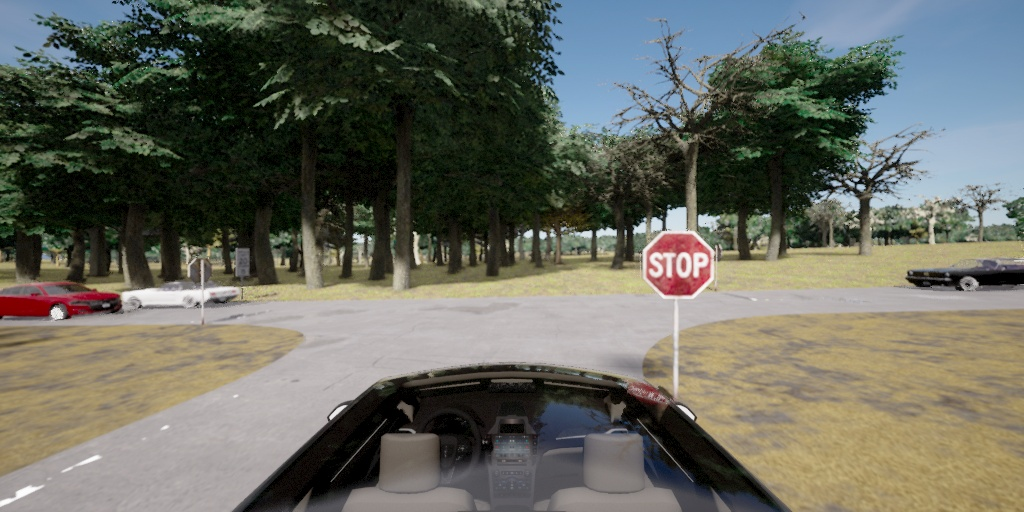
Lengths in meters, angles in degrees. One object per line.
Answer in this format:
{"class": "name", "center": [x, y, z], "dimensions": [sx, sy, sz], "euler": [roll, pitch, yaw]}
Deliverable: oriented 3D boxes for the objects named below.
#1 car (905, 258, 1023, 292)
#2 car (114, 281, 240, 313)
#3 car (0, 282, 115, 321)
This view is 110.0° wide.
{"class": "car", "center": [19.816, 0.761, 15.069], "dimensions": [4.718, 1.301, 1.895], "euler": [-2, 0, 5]}
{"class": "car", "center": [-16.679, 1.927, 18.087], "dimensions": [4.718, 1.301, 1.895], "euler": [-1, 0, 4]}
{"class": "car", "center": [-19.581, 1.866, 15.301], "dimensions": [5.008, 1.535, 1.882], "euler": [-1, 0, 5]}
